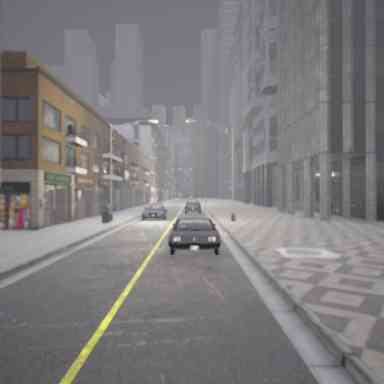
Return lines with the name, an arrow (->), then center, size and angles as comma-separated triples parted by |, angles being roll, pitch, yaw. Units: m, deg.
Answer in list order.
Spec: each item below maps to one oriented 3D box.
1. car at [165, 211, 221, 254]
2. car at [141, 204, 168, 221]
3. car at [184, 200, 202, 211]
car -> 0.092, 1.656, 13.697 | 1.895, 1.301, 4.718 | 0, 0, 0
car -> -3.093, 1.682, 28.380 | 1.994, 1.385, 4.181 | 0, 0, 0
car -> 0.102, 1.671, 39.299 | 2.128, 1.511, 4.902 | 0, 0, 0
